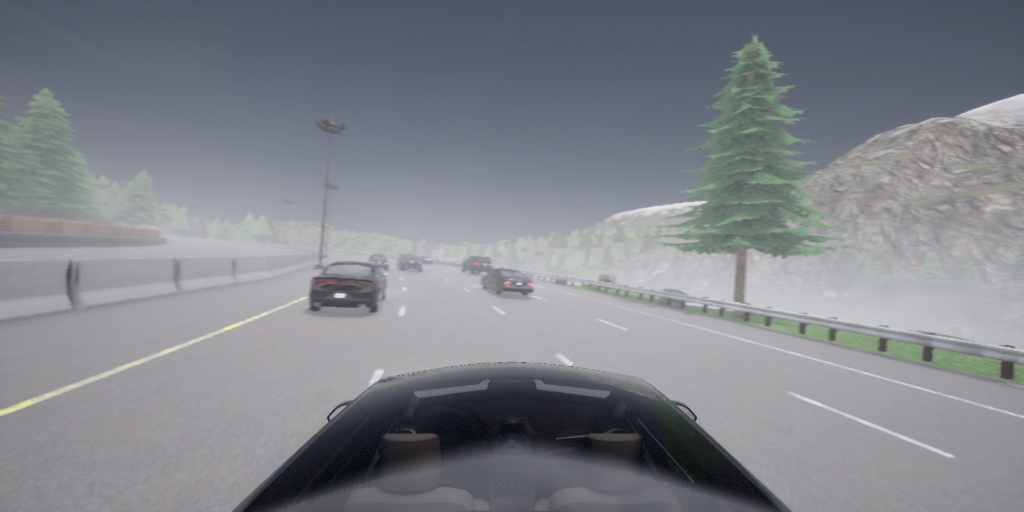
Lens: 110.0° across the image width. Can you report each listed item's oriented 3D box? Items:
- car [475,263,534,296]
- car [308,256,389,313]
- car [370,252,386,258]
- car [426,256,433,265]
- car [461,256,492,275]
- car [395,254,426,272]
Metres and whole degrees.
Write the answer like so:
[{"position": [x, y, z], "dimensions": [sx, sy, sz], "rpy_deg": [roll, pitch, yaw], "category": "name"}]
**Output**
[{"position": [-0.425, 1.448, 20.863], "dimensions": [2.033, 1.411, 5.357], "rpy_deg": [5, -1, -18], "category": "car"}, {"position": [-5.426, 0.917, 12.366], "dimensions": [1.882, 1.535, 5.008], "rpy_deg": [5, -1, -15], "category": "car"}, {"position": [-13.249, 0.615, 35.258], "dimensions": [2.033, 1.411, 5.357], "rpy_deg": [5, -1, -25], "category": "car"}, {"position": [-14.906, 0.677, 60.726], "dimensions": [2.128, 1.511, 4.902], "rpy_deg": [5, -1, -32], "category": "car"}, {"position": [-3.971, 1.036, 40.062], "dimensions": [2.150, 2.045, 5.566], "rpy_deg": [5, -1, -25], "category": "car"}, {"position": [-10.950, 0.622, 38.103], "dimensions": [2.097, 1.767, 4.553], "rpy_deg": [4, 0, -24], "category": "car"}]
